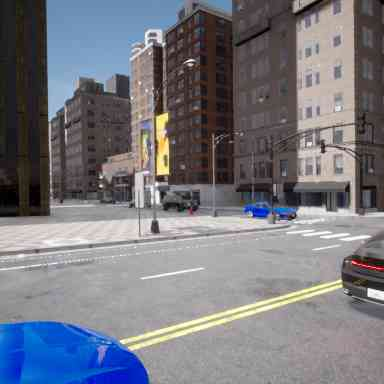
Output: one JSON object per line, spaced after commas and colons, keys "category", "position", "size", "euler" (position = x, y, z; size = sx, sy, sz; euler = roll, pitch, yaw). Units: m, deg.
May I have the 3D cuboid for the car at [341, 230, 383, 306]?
{"category": "car", "position": [5.123, 1.504, 7.097], "size": [4.892, 1.490, 1.837], "euler": [0, 0, -36]}

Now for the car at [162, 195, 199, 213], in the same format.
{"category": "car", "position": [-1.477, 1.354, 39.724], "size": [2.150, 2.045, 5.566], "euler": [-1, 0, -35]}

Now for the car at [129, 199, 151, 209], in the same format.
{"category": "car", "position": [-7.636, 1.694, 48.500], "size": [1.812, 1.442, 4.674], "euler": [-1, 0, -35]}

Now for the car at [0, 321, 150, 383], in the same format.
{"category": "car", "position": [-2.568, 1.478, 1.609], "size": [5.008, 1.535, 1.882], "euler": [0, 0, -35]}

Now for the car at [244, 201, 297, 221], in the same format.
{"category": "car", "position": [6.539, 1.564, 28.002], "size": [1.882, 1.535, 5.008], "euler": [-1, 0, -32]}

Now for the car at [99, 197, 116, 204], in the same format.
{"category": "car", "position": [-17.179, 1.741, 67.590], "size": [2.033, 1.411, 5.357], "euler": [-1, 0, -35]}
